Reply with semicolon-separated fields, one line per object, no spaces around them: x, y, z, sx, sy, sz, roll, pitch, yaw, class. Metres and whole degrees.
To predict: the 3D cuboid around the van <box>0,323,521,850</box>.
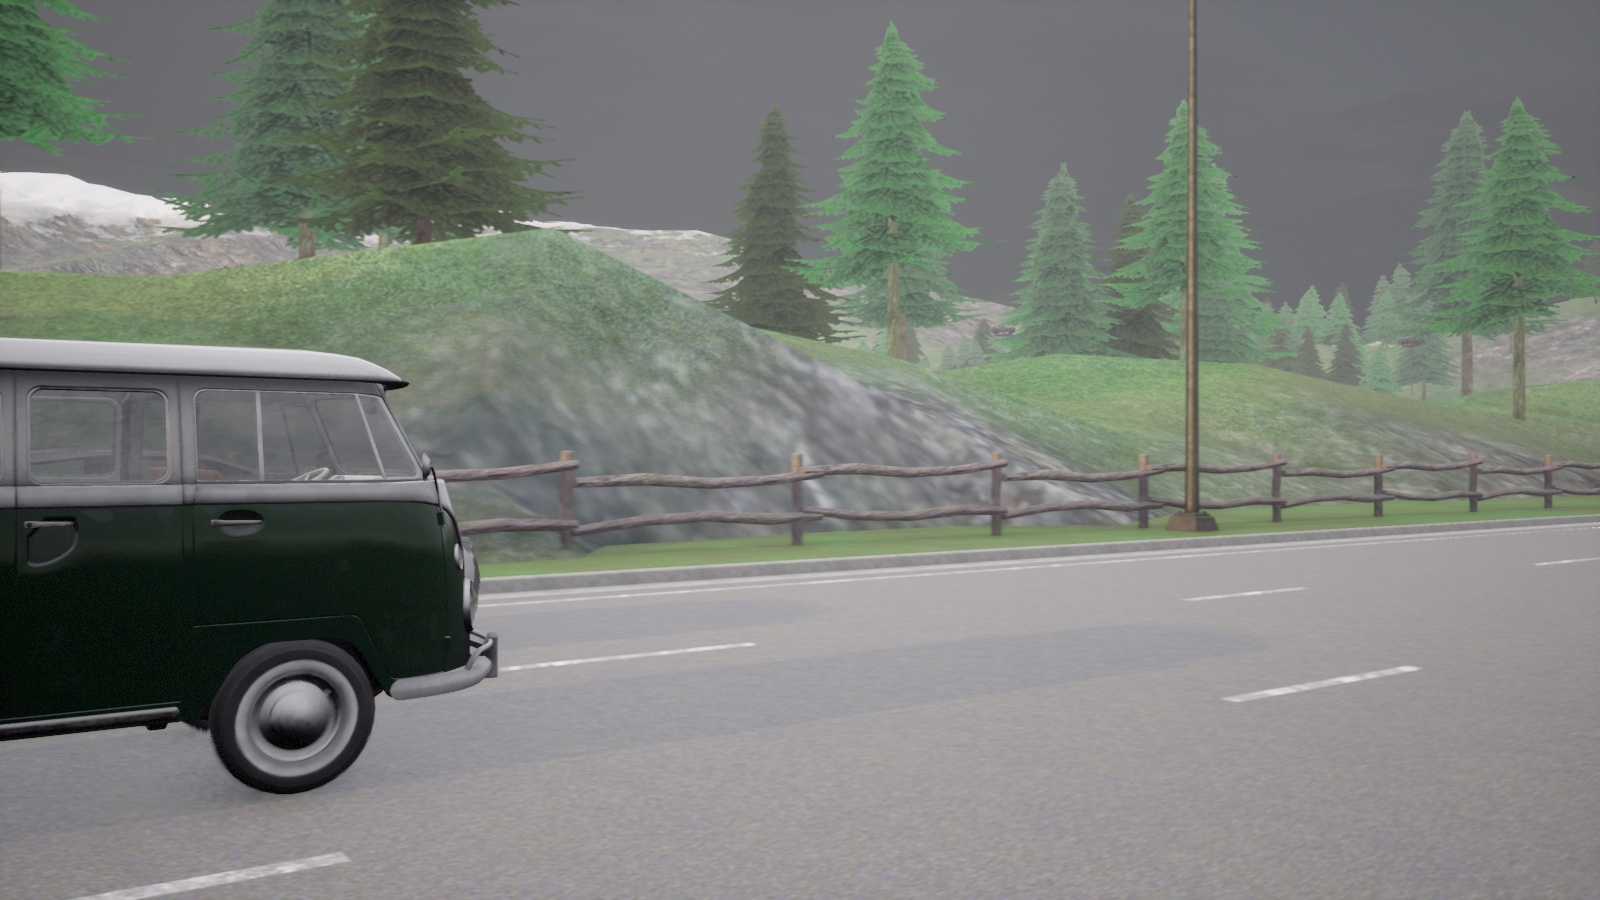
-3.649;0.518;5.384;4.442;1.987;1.775;0;0;-35;van

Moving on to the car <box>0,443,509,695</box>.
-4.615;0.723;8.975;4.514;1.525;2.007;0;0;-35;car
